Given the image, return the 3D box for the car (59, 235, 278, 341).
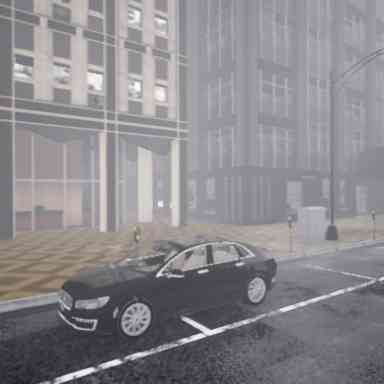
[{"bbox_3d":[-0.219,1.553,6.410,4.403,1.369,2.008,0,0,-36],"label":"car"}]
